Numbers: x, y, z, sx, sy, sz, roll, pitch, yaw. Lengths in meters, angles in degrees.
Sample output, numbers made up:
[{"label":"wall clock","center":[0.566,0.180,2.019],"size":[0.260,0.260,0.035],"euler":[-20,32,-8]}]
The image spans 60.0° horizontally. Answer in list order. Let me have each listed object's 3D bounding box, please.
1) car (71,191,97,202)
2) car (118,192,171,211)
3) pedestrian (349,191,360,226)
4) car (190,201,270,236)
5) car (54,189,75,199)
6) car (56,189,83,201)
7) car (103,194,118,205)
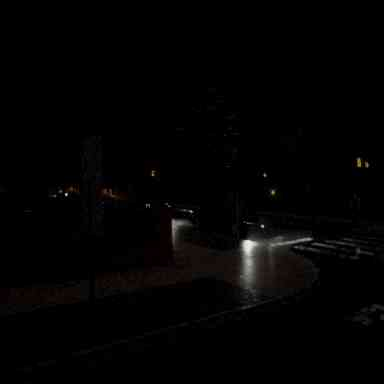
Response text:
[{"label":"car","center":[-15.480,0.571,47.419],"size":[2.033,1.411,5.357],"euler":[-2,2,-35]},{"label":"car","center":[-3.431,0.944,24.776],"size":[2.097,1.767,4.553],"euler":[-2,2,-35]},{"label":"pedestrian","center":[8.621,0.856,17.630],"size":[0.375,1.860,0.375],"euler":[0,0,-35]},{"label":"car","center":[1.815,1.282,17.258],"size":[1.837,1.490,4.892],"euler":[-2,2,-36]},{"label":"car","center":[-21.518,0.318,56.132],"size":[2.128,1.511,4.902],"euler":[-2,2,-35]},{"label":"car","center":[-14.959,0.737,41.538],"size":[2.033,1.411,5.357],"euler":[-2,2,-34]},{"label":"car","center":[-8.692,0.931,32.419],"size":[1.812,1.442,4.674],"euler":[-2,2,-34]}]
